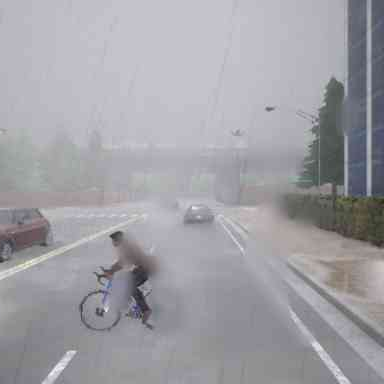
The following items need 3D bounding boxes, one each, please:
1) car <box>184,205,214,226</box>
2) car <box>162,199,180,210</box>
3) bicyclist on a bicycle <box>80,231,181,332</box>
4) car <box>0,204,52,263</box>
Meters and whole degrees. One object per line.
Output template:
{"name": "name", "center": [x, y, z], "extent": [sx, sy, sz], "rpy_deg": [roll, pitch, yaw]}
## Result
{"name": "car", "center": [0.486, 1.563, 23.230], "extent": [1.994, 1.385, 4.181], "rpy_deg": [0, 0, 1]}
{"name": "car", "center": [-2.686, 1.516, 41.993], "extent": [1.994, 1.385, 4.181], "rpy_deg": [0, 0, 1]}
{"name": "bicyclist on a bicycle", "center": [-1.011, 1.451, 5.355], "extent": [1.656, 1.620, 0.582], "rpy_deg": [-2, 0, 1]}
{"name": "car", "center": [-6.894, 1.353, 11.967], "extent": [2.097, 1.767, 4.553], "rpy_deg": [0, 0, 1]}
